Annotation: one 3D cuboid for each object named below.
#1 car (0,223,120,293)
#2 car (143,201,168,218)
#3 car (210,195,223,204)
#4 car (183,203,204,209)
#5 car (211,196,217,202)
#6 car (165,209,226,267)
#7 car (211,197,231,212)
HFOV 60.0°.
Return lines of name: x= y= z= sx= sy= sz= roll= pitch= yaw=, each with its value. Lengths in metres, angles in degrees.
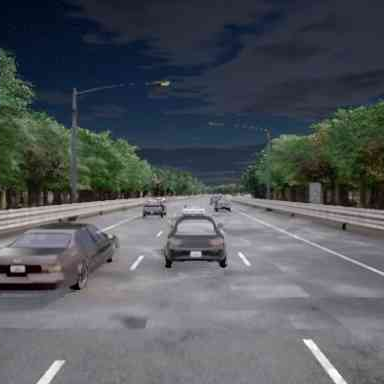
car: x=-3.397 y=1.549 z=8.992 sx=2.033 sy=1.411 sz=5.357 roll=0 pitch=0 yaw=0
car: x=-3.330 y=1.538 z=30.525 sx=2.128 sy=1.511 sz=4.902 roll=0 pitch=0 yaw=1
car: x=4.489 y=1.764 z=64.679 sx=2.033 sy=1.411 sz=5.357 roll=0 pitch=0 yaw=3
car: x=0.154 y=1.643 z=29.172 sx=1.895 sy=1.301 sz=4.718 roll=0 pitch=0 yaw=0
car: x=6.001 y=1.967 z=90.442 sx=1.837 sy=1.490 sz=4.892 roll=0 pitch=-1 yaw=4
car: x=0.114 y=1.529 z=11.361 sx=1.812 sy=1.442 sz=4.674 roll=0 pitch=0 yaw=0
car: x=3.704 y=1.619 z=40.896 sx=2.033 sy=1.411 sz=5.357 roll=0 pitch=0 yaw=2
